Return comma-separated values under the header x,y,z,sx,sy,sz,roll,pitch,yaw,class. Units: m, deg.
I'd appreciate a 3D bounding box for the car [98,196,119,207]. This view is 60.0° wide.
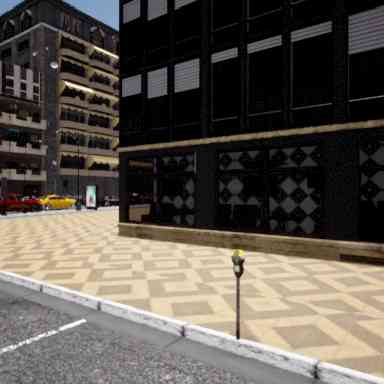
x,y,z,sx,sy,sz,roll,pitch,yaw,class
-9.237,1.065,37.874,1.947,1.339,4.313,1,2,35,car

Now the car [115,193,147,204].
x,y,z,sx,sy,sz,roll,pitch,yaw,class
-8.862,0.845,48.492,1.812,1.442,4.674,0,1,35,car

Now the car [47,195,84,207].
x,y,z,sx,sy,sz,roll,pitch,yaw,class
-16.133,1.065,42.636,1.802,1.307,4.206,2,2,35,car

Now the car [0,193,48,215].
x,y,z,sx,sy,sz,roll,pitch,yaw,class
-15.608,1.022,28.786,2.192,1.841,5.009,1,2,35,car

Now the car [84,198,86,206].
x,y,z,sx,sy,sz,roll,pitch,yaw,class
-14.666,1.073,40.247,1.994,1.385,4.181,0,1,35,car

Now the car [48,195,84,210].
x,y,z,sx,sy,sz,roll,pitch,yaw,class
-14.387,1.070,35.066,1.882,1.535,5.008,0,1,35,car

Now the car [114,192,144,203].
x,y,z,sx,sy,sz,roll,pitch,yaw,class
-9.763,0.825,51.715,2.008,1.369,4.403,2,2,35,car
